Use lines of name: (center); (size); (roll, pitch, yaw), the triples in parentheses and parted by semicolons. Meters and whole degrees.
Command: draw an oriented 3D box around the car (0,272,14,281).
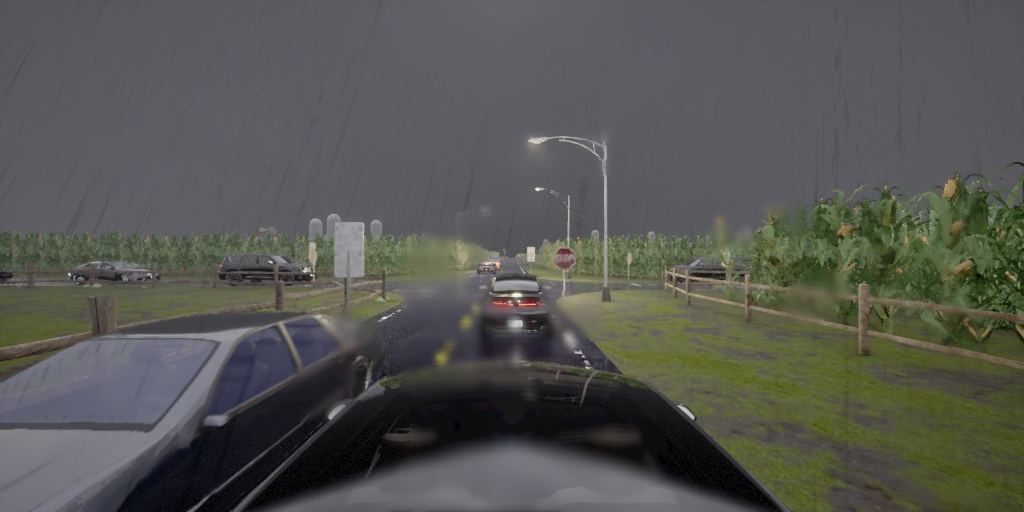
car: (-36.151, 1.143, 23.575); (4.718, 1.301, 1.895); (0, -1, 1)

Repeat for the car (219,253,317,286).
car: (-15.823, 0.870, 23.357); (5.566, 2.045, 2.150); (0, -1, 0)

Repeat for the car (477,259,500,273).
car: (-2.786, 1.304, 40.928); (1.994, 1.385, 4.181); (0, 0, 0)

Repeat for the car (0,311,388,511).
car: (-2.847, 1.297, 3.328); (2.033, 1.411, 5.357); (0, 0, 0)

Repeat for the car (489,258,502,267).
car: (-2.757, 1.086, 51.018); (2.097, 1.767, 4.553); (0, 0, 0)

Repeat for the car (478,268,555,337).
car: (0.111, 1.256, 10.283); (1.837, 1.490, 4.892); (0, 0, 0)

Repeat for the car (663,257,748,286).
car: (13.965, 1.088, 25.942); (5.566, 2.045, 2.150); (1, -1, 1)

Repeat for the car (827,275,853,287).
car: (25.430, 1.434, 25.806); (4.902, 1.511, 2.128); (0, -1, 1)

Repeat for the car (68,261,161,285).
car: (-25.873, 1.086, 23.452); (4.902, 1.511, 2.128); (0, -1, 1)
